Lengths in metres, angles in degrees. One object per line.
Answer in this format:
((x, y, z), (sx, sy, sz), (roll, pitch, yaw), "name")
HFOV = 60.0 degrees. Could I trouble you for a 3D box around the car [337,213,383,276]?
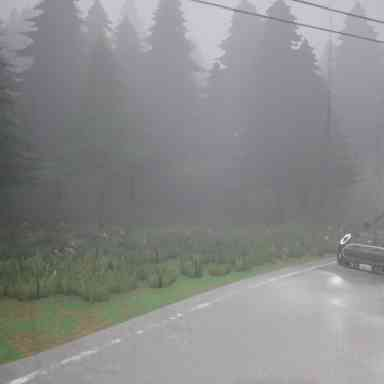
((6.307, 1.319, 9.641), (4.553, 1.767, 2.097), (0, 0, -32), "car")
